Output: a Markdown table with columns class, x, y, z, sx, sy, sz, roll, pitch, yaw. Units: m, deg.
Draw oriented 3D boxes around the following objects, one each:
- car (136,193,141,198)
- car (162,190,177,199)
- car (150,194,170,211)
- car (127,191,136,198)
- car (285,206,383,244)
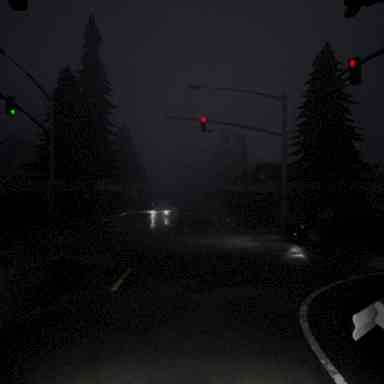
| class | x | y | z | sx | sy | sz | roll | pitch | yaw |
| --- | --- | --- | --- | --- | --- | --- | --- | --- | --- |
| car | -16.314 | 0.928 | 88.065 | 3.806 | 1.475 | 1.970 | 0 | 0 | -1 |
| car | -3.580 | 0.613 | 54.084 | 2.150 | 2.045 | 5.566 | 0 | 0 | 0 |
| car | -3.638 | 1.336 | 38.421 | 1.812 | 1.442 | 4.674 | 0 | 0 | 0 |
| car | -16.901 | 0.660 | 84.734 | 3.866 | 1.878 | 1.905 | 0 | 0 | -1 |
| car | 6.674 | 1.389 | 14.671 | 5.008 | 1.535 | 1.882 | 0 | 0 | 1 |
